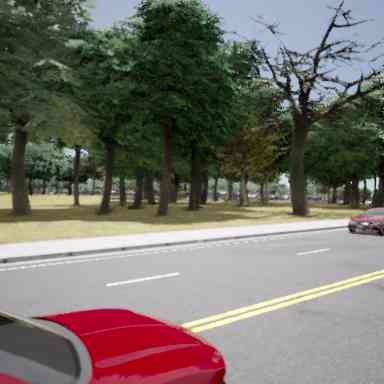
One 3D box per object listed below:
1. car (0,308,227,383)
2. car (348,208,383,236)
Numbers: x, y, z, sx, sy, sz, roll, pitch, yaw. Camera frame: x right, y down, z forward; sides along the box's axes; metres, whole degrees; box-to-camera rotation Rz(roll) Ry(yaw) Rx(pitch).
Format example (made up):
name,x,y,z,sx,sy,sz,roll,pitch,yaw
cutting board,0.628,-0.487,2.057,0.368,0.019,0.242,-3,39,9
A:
name,x,y,z,sx,sy,sz,roll,pitch,yaw
car,-1.964,1.474,2.024,5.008,1.535,1.882,1,0,-36
car,11.087,1.655,19.569,4.674,1.442,1.812,0,0,-35
